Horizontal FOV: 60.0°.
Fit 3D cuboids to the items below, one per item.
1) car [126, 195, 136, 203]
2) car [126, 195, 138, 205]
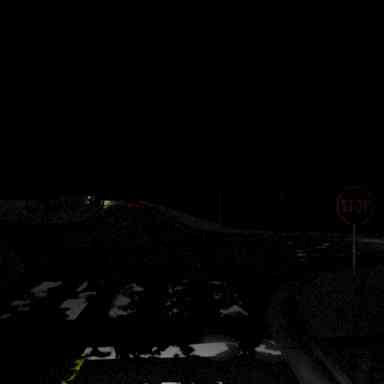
[{"bbox_3d":[-13.068,1.484,71.287,1.837,1.490,4.892,0,0,-12],"label":"car"},{"bbox_3d":[-10.887,1.568,61.096,1.882,1.535,5.008,0,0,-12],"label":"car"}]
